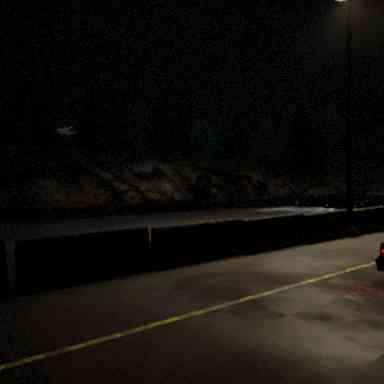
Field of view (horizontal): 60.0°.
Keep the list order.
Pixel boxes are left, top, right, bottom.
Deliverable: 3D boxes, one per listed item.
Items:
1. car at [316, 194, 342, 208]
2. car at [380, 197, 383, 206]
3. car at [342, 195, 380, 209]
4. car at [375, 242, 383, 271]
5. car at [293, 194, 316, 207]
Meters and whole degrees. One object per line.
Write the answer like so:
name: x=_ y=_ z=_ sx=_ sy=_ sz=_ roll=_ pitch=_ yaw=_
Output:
car: x=16.525 y=1.073 z=37.616 sx=4.718 sy=1.301 sz=1.895 roll=-2 pitch=1 yaw=-36
car: x=20.366 y=0.976 z=31.754 sx=4.892 sy=1.490 sz=1.837 roll=-2 pitch=1 yaw=-36
car: x=18.317 y=1.023 z=34.596 sx=5.357 sy=1.411 sz=2.033 roll=-2 pitch=1 yaw=-36
car: x=6.935 y=1.435 z=8.807 sx=5.357 sy=1.411 sz=2.033 roll=-1 pitch=1 yaw=-36
car: x=14.191 y=0.976 z=40.245 sx=4.902 sy=1.511 sz=2.128 roll=-2 pitch=1 yaw=-36
